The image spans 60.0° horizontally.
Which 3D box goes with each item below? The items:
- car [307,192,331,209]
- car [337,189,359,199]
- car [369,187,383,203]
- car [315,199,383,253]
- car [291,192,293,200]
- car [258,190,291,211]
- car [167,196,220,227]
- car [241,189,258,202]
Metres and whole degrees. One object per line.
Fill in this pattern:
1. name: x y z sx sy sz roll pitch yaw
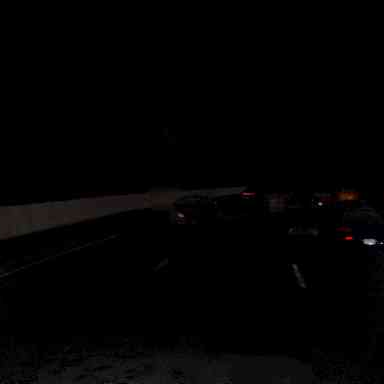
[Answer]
1. car: 10.948 0.701 28.658 1.812 1.442 4.674 1 2 18
2. car: 17.605 0.398 37.690 1.882 1.535 5.008 1 2 18
3. car: 11.229 0.701 18.222 2.150 2.045 5.566 1 2 18
4. car: 5.657 1.187 11.707 1.812 1.442 4.674 0 2 15
5. car: 11.236 0.391 40.724 1.994 1.385 4.181 1 2 18
6. car: 6.865 0.772 27.398 1.994 1.385 4.181 1 2 18
7. car: 0.228 0.943 18.348 1.882 1.535 5.008 1 2 17
8. car: 6.899 0.372 38.750 2.128 1.511 4.902 1 2 18
